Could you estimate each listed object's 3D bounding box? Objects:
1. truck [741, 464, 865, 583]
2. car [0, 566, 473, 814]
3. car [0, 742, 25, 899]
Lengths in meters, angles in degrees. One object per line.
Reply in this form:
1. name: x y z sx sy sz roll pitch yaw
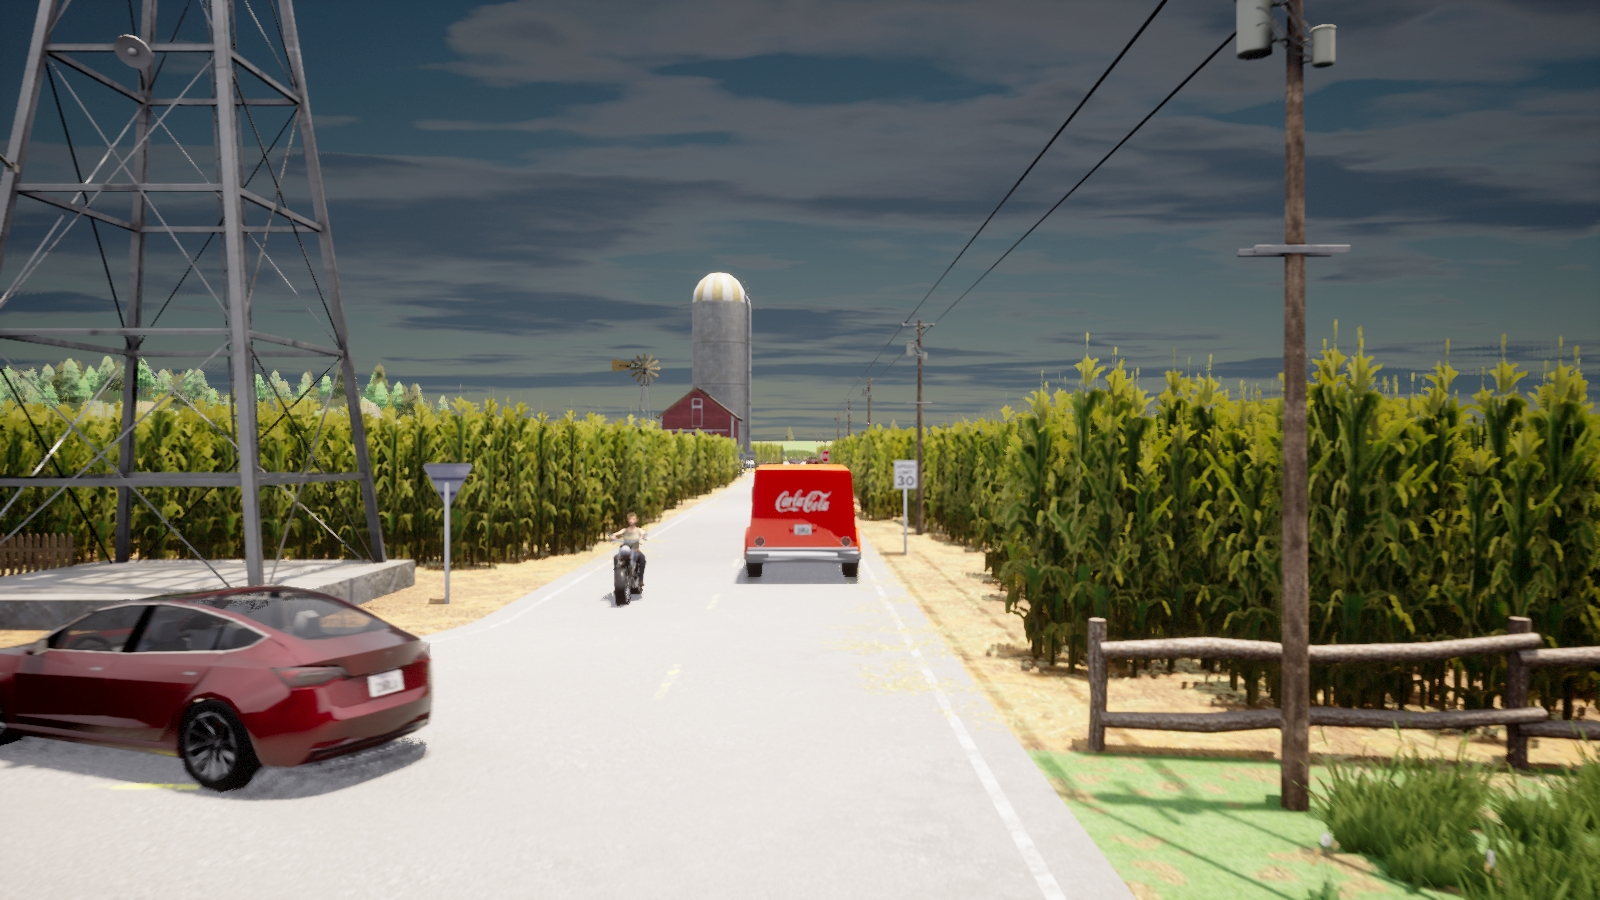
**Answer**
1. truck: 0.048 1.579 26.752 2.627 2.467 5.204 0 0 0
2. car: -5.701 2.022 10.628 4.792 1.488 2.163 0 0 23
3. car: -3.642 2.100 2.529 2.033 1.411 5.357 0 0 -21
